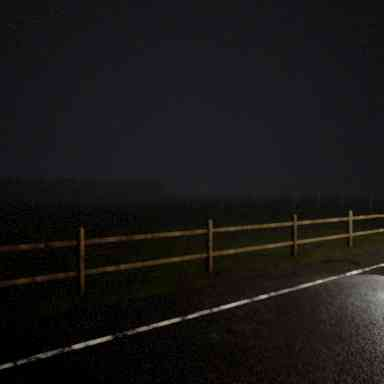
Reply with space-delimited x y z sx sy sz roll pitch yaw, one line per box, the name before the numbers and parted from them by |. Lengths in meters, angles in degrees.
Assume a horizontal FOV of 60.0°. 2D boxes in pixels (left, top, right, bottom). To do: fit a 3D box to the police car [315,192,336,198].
police car | 32.816 0.700 81.572 2.038 1.542 4.974 1 0 -32
